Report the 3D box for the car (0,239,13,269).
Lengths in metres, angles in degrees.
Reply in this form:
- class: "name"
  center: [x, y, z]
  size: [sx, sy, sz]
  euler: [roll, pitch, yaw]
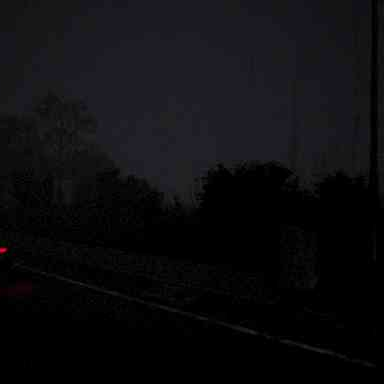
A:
- class: "car"
  center: [-7.136, 1.549, 9.556]
  size: [5.357, 1.411, 2.033]
  euler: [0, 0, 39]
